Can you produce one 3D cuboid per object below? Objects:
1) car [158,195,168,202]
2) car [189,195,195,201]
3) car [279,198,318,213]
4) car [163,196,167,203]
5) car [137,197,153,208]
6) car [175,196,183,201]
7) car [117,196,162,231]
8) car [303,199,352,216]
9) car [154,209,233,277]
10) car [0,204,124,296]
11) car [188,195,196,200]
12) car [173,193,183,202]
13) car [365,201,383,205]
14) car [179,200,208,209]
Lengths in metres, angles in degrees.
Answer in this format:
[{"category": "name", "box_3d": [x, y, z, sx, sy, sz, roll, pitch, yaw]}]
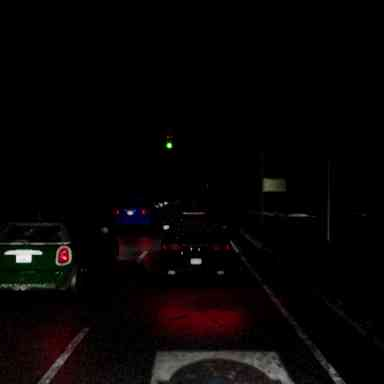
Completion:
[{"category": "car", "box_3d": [-7.011, 1.597, 80.086, 1.882, 1.535, 5.008, 0, 0, 0]}, {"category": "car", "box_3d": [-0.012, 1.562, 90.716, 1.812, 1.442, 4.674, 0, 0, 0]}, {"category": "car", "box_3d": [11.941, 1.415, 36.672, 4.553, 1.767, 2.097, 0, 0, 3]}, {"category": "car", "box_3d": [-7.009, 1.598, 70.061, 1.882, 1.535, 5.008, 0, 0, 0]}, {"category": "car", "box_3d": [-7.092, 1.592, 50.472, 1.837, 1.490, 4.892, 0, 0, 0]}, {"category": "car", "box_3d": [-3.512, 1.634, 90.745, 1.895, 1.301, 4.718, 0, 0, 0]}, {"category": "car", "box_3d": [-3.400, 1.259, 20.999, 2.150, 2.045, 5.566, 0, 0, 0]}, {"category": "car", "box_3d": [13.703, 1.620, 33.065, 4.181, 1.385, 1.994, 0, 0, 3]}, {"category": "car", "box_3d": [0.100, 1.496, 10.307, 1.882, 1.535, 5.008, 0, 0, 0]}, {"category": "car", "box_3d": [-3.401, 1.368, 8.849, 2.097, 1.767, 4.553, 0, 0, 0]}, {"category": "car", "box_3d": [-0.011, 1.487, 80.650, 2.097, 1.767, 4.553, 0, 0, 0]}, {"category": "car", "box_3d": [-3.510, 1.356, 80.327, 2.150, 2.045, 5.566, 0, 0, 0]}, {"category": "car", "box_3d": [20.523, 1.624, 36.192, 4.181, 1.385, 1.994, 0, 0, 3]}, {"category": "car", "box_3d": [0.097, 1.531, 22.885, 2.128, 1.511, 4.902, 0, 0, 0]}]
